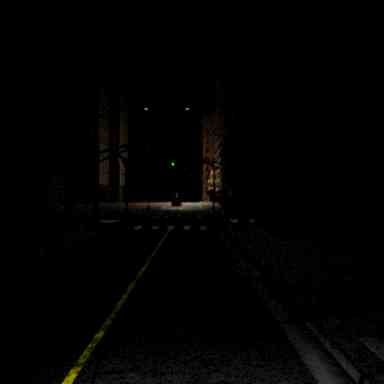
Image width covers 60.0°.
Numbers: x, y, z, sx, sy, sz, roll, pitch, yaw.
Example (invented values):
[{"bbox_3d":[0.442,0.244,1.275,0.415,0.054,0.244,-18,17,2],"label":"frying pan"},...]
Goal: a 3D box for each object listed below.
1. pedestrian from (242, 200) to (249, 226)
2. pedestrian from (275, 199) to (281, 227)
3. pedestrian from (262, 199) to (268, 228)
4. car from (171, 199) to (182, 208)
[{"bbox_3d":[3.657,1.381,22.738,0.375,1.860,0.375,0,-1,0],"label":"pedestrian"},{"bbox_3d":[5.656,1.370,22.136,0.375,1.860,0.375,0,-1,0],"label":"pedestrian"},{"bbox_3d":[4.655,1.367,21.537,0.375,1.860,0.375,0,-1,0],"label":"pedestrian"},{"bbox_3d":[-2.963,2.144,63.332,1.882,1.535,5.008,0,-1,1],"label":"car"}]
